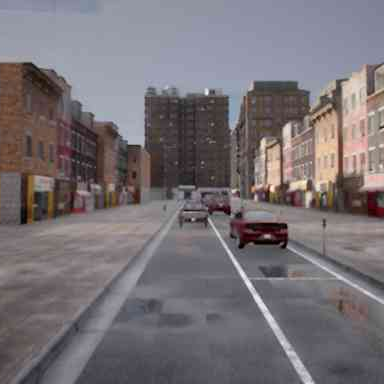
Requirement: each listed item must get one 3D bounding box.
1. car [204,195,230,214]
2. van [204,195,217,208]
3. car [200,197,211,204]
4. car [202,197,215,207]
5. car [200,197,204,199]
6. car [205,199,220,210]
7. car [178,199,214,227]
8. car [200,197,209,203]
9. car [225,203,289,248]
[{"bbox_3d":[2.652,1.303,32.931,2.192,1.841,5.009,1,0,0],"label":"car"},{"bbox_3d":[2.647,1.367,49.246,1.690,1.788,3.998,1,0,0],"label":"van"},{"bbox_3d":[2.638,1.676,65.559,1.802,1.307,4.206,1,0,0],"label":"car"},{"bbox_3d":[2.642,1.590,54.683,1.887,1.381,4.507,1,0,0],"label":"car"},{"bbox_3d":[0.089,1.550,40.684,2.033,1.411,5.357,0,0,0],"label":"car"},{"bbox_3d":[2.644,1.592,43.807,1.802,1.307,4.206,1,0,0],"label":"car"},{"bbox_3d":[0.094,1.470,22.537,2.128,1.511,4.902,0,0,0],"label":"car"},{"bbox_3d":[2.637,1.702,70.998,1.802,1.307,4.206,1,0,0],"label":"car"},{"bbox_3d":[2.747,1.456,14.587,1.882,1.535,5.008,0,0,0],"label":"car"}]
